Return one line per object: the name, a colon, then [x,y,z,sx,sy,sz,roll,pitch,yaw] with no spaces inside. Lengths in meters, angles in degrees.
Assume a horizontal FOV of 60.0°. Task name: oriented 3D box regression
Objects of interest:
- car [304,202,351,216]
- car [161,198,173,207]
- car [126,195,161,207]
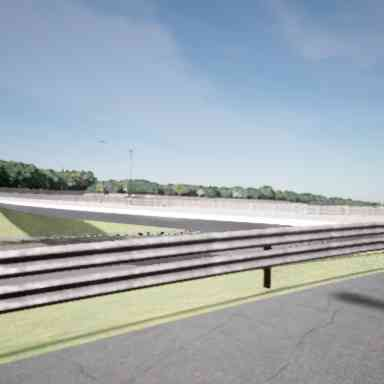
car: [13.842,1.825,34.083,4.553,1.767,2.097,2,-1,20]
car: [-5.218,1.600,51.393,5.008,1.535,1.882,1,-2,33]
car: [-7.438,1.329,48.670,4.553,1.767,2.097,1,-1,34]
